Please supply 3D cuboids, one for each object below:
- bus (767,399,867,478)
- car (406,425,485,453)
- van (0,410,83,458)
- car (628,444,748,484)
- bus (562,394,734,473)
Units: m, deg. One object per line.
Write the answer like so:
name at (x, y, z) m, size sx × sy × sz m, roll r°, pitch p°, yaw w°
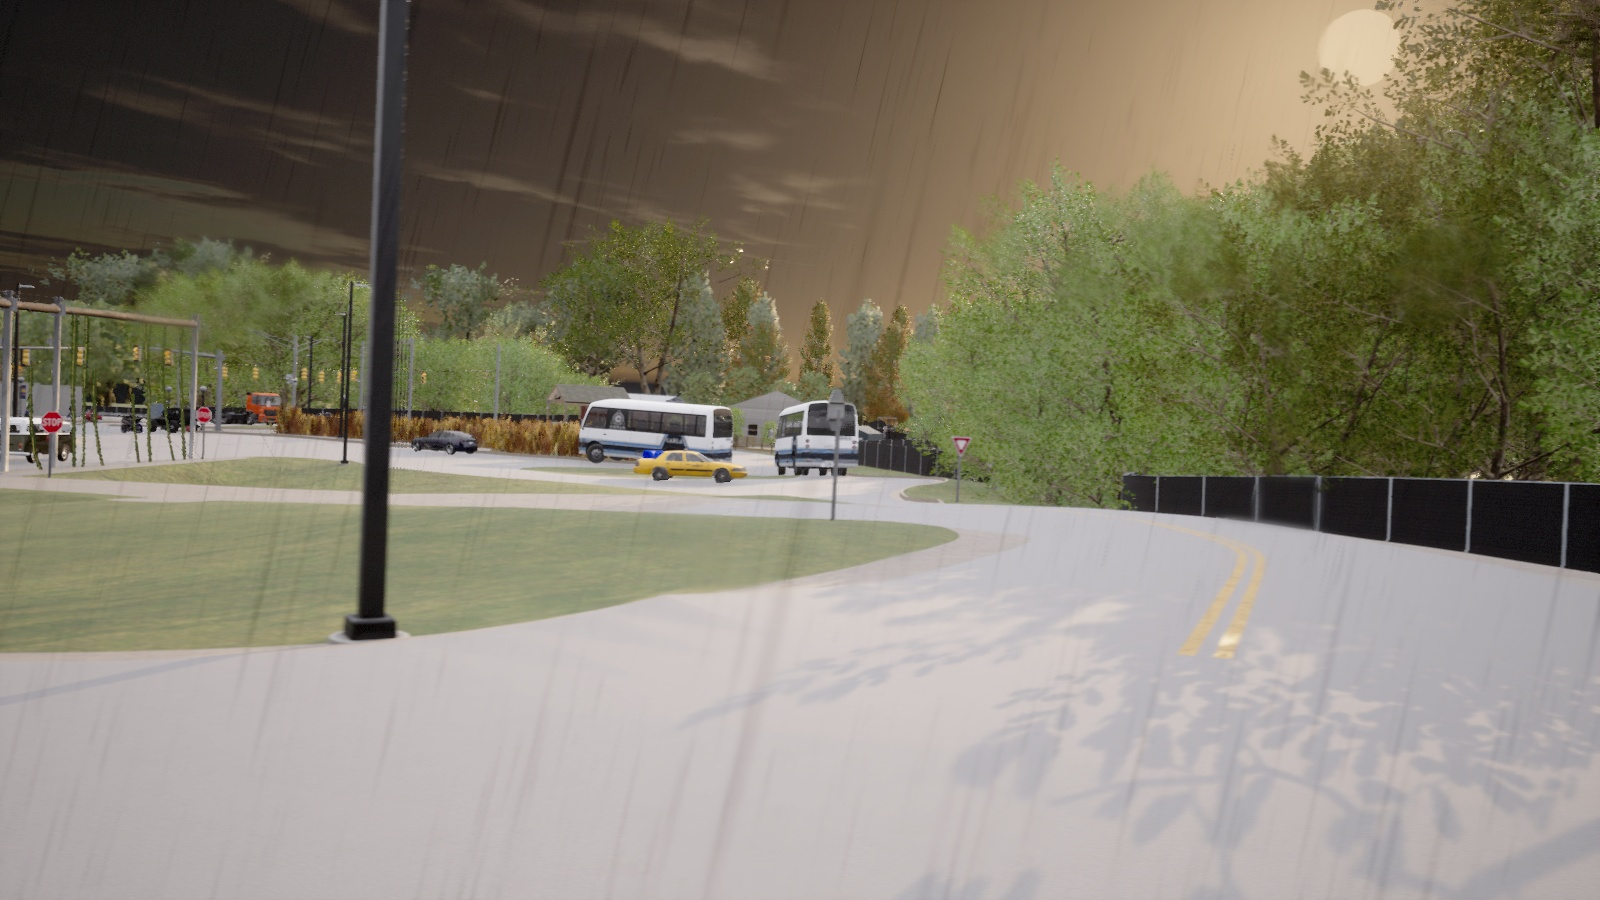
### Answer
bus at (0.804, -0.556, 75.133) m, size 3.944 × 4.253 × 10.273 m, roll 2°, pitch -1°, yaw -10°
car at (-23.134, -0.730, 81.882) m, size 4.792 × 1.488 × 2.163 m, roll 5°, pitch 3°, yaw 29°
van at (-35.645, -0.763, 58.382) m, size 2.069 × 2.038 × 4.480 m, roll 4°, pitch 1°, yaw -1°
car at (-5.243, 0.642, 59.265) m, size 5.366 × 1.575 × 1.801 m, roll 2°, pitch 2°, yaw 5°
bus at (-9.922, -1.153, 81.936) m, size 10.273 × 4.253 × 3.944 m, roll 5°, pitch 4°, yaw 23°
